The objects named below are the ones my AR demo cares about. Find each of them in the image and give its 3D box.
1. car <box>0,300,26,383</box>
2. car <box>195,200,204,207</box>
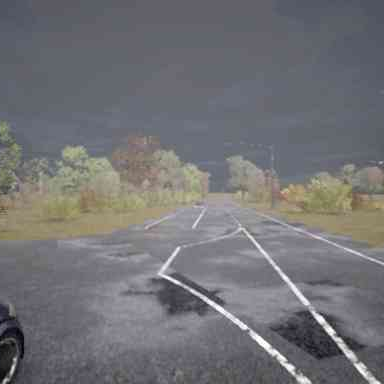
[{"bbox_3d":[-3.193,1.638,2.524,1.994,1.385,4.181,-1,-1,4],"label":"car"},{"bbox_3d":[1.748,2.459,73.362,2.033,1.411,5.357,-1,-1,6],"label":"car"}]
